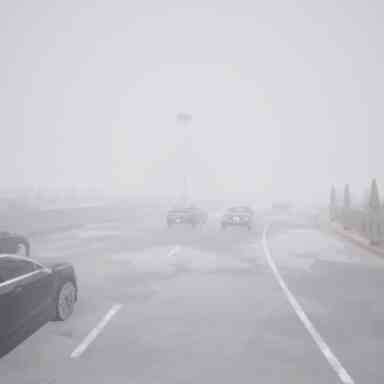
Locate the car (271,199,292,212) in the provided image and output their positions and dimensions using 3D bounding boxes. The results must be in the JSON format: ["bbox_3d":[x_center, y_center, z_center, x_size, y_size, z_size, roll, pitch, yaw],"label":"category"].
[{"bbox_3d":[11.115,1.620,41.132,1.812,1.442,4.674,0,0,27],"label":"car"}]

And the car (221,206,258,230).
[{"bbox_3d":[3.136,1.584,21.538,2.033,1.411,5.357,0,0,15],"label":"car"}]

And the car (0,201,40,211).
[{"bbox_3d":[-16.346,1.498,30.205,2.033,1.411,5.357,0,0,16],"label":"car"}]

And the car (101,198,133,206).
[{"bbox_3d":[-8.997,1.506,40.209,1.837,1.490,4.892,0,0,23],"label":"car"}]

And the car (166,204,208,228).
[{"bbox_3d":[-0.226,1.512,22.226,2.128,1.511,4.902,0,0,14],"label":"car"}]

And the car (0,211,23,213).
[{"bbox_3d":[-6.263,1.483,8.750,1.837,1.490,4.892,0,0,6],"label":"car"}]

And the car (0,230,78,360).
[{"bbox_3d":[-3.136,1.481,4.345,2.128,1.511,4.902,0,0,3],"label":"car"}]
